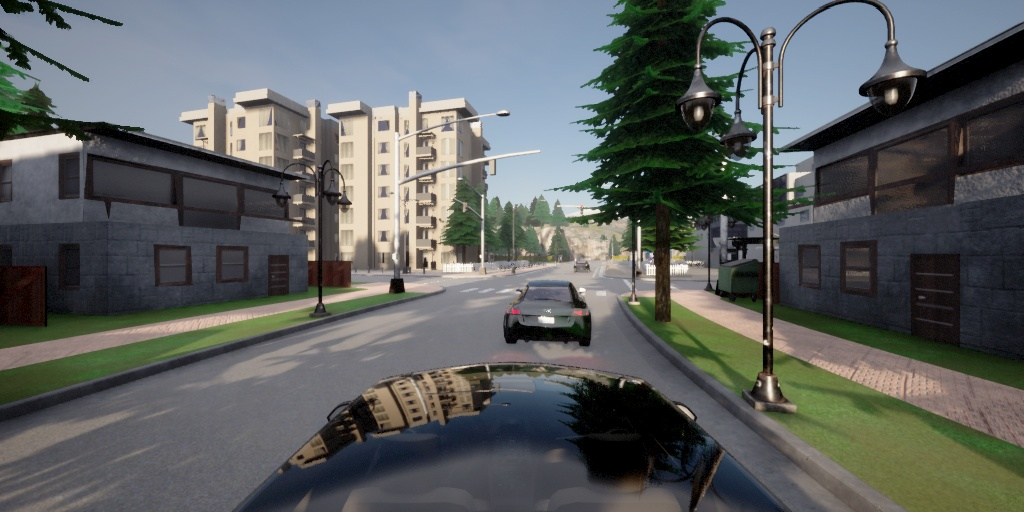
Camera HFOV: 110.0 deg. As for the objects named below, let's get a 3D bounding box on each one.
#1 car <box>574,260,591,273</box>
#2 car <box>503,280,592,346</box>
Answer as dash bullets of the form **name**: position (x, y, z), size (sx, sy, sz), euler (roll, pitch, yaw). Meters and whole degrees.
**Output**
- **car**: position (8.802, 1.276, 45.011), size (2.128, 1.511, 4.902), euler (0, 0, 14)
- **car**: position (1.011, 1.314, 9.488), size (1.994, 1.385, 4.181), euler (0, 0, 9)
